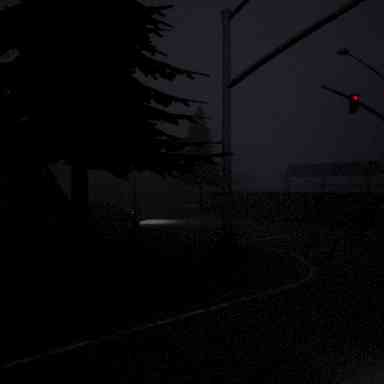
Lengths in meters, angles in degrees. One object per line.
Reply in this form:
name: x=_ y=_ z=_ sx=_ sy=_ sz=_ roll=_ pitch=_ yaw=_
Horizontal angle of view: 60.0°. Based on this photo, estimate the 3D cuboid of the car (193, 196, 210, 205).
car: x=2.631 y=1.354 z=52.572 sx=5.357 sy=1.411 sz=2.033 roll=0 pitch=0 yaw=-39

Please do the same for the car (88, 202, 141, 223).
car: x=-6.157 y=1.464 z=24.764 sx=4.674 sy=1.442 sz=1.812 roll=0 pitch=0 yaw=7
